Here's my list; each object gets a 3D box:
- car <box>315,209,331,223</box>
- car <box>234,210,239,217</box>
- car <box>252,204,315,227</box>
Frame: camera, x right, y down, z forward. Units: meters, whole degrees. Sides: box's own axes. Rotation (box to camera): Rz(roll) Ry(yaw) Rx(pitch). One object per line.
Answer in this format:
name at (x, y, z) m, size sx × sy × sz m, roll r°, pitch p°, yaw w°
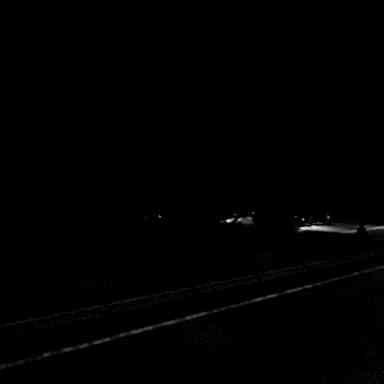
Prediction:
car at (8.779, 1.698, 27.101) m, size 2.128 × 1.511 × 4.902 m, roll 0°, pitch -1°, yaw -39°
car at (2.532, 1.895, 34.519) m, size 2.033 × 1.411 × 5.357 m, roll 0°, pitch -1°, yaw -42°
car at (6.420, 1.746, 24.453) m, size 1.994 × 1.385 × 4.181 m, roll 0°, pitch -1°, yaw -39°
